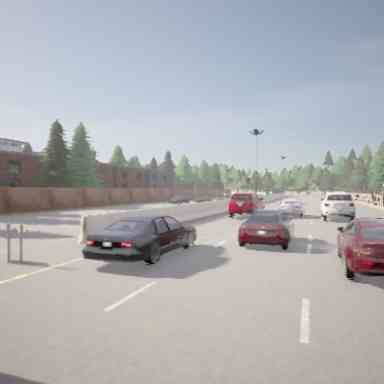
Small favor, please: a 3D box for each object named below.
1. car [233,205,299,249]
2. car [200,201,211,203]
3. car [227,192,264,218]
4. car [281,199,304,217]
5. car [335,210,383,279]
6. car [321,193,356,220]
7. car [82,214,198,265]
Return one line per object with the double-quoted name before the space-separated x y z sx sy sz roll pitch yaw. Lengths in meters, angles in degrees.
"car" 3.315 1.472 14.316 1.994 1.385 4.181 0 0 21
"car" 2.009 1.249 51.568 1.994 1.385 4.181 0 0 21
"car" 4.658 1.047 28.071 2.150 2.045 5.566 0 1 21
"car" 8.664 1.340 28.786 1.812 1.442 4.674 0 0 20
"car" 5.183 1.462 9.331 1.812 1.442 4.674 0 1 21
"car" 11.234 1.053 25.671 2.150 2.045 5.566 0 1 21
"car" -1.462 1.479 11.556 2.033 1.411 5.357 0 0 21
